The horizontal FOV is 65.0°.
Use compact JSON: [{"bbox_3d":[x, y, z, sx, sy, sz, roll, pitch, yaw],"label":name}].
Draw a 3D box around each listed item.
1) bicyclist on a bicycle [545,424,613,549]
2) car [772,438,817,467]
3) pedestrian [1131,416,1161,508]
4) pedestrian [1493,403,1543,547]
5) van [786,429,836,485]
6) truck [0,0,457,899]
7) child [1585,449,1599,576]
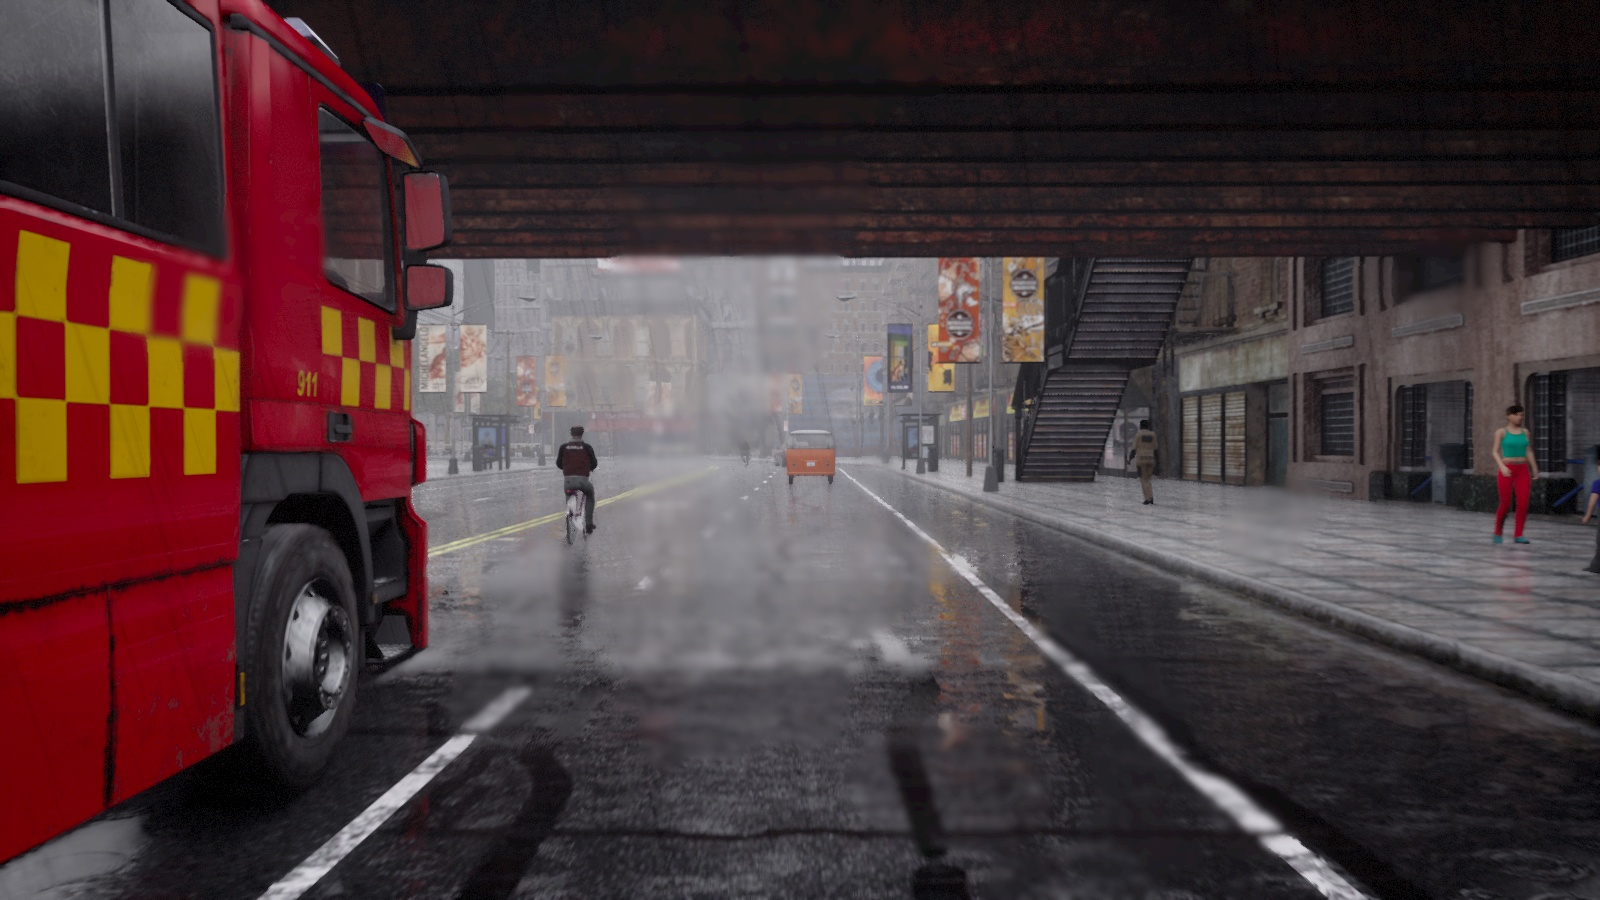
[{"bbox_3d":[-3.274,0.509,18.706,0.659,1.776,1.843,0,1,1],"label":"bicyclist on a bicycle"},{"bbox_3d":[-0.379,0.161,78.712,2.097,1.767,4.553,0,0,-9],"label":"car"},{"bbox_3d":[7.376,0.258,26.755,0.396,1.930,0.692,0,0,-5],"label":"pedestrian"},{"bbox_3d":[9.328,0.319,16.325,0.345,1.836,0.594,0,0,6],"label":"pedestrian"},{"bbox_3d":[0.405,0.235,46.977,1.775,1.987,4.442,0,0,0],"label":"van"},{"bbox_3d":[-3.466,-0.438,3.086,2.891,3.827,8.468,0,0,0],"label":"truck"},{"bbox_3d":[8.106,0.619,12.496,0.270,1.263,0.437,0,0,-12],"label":"child"}]
